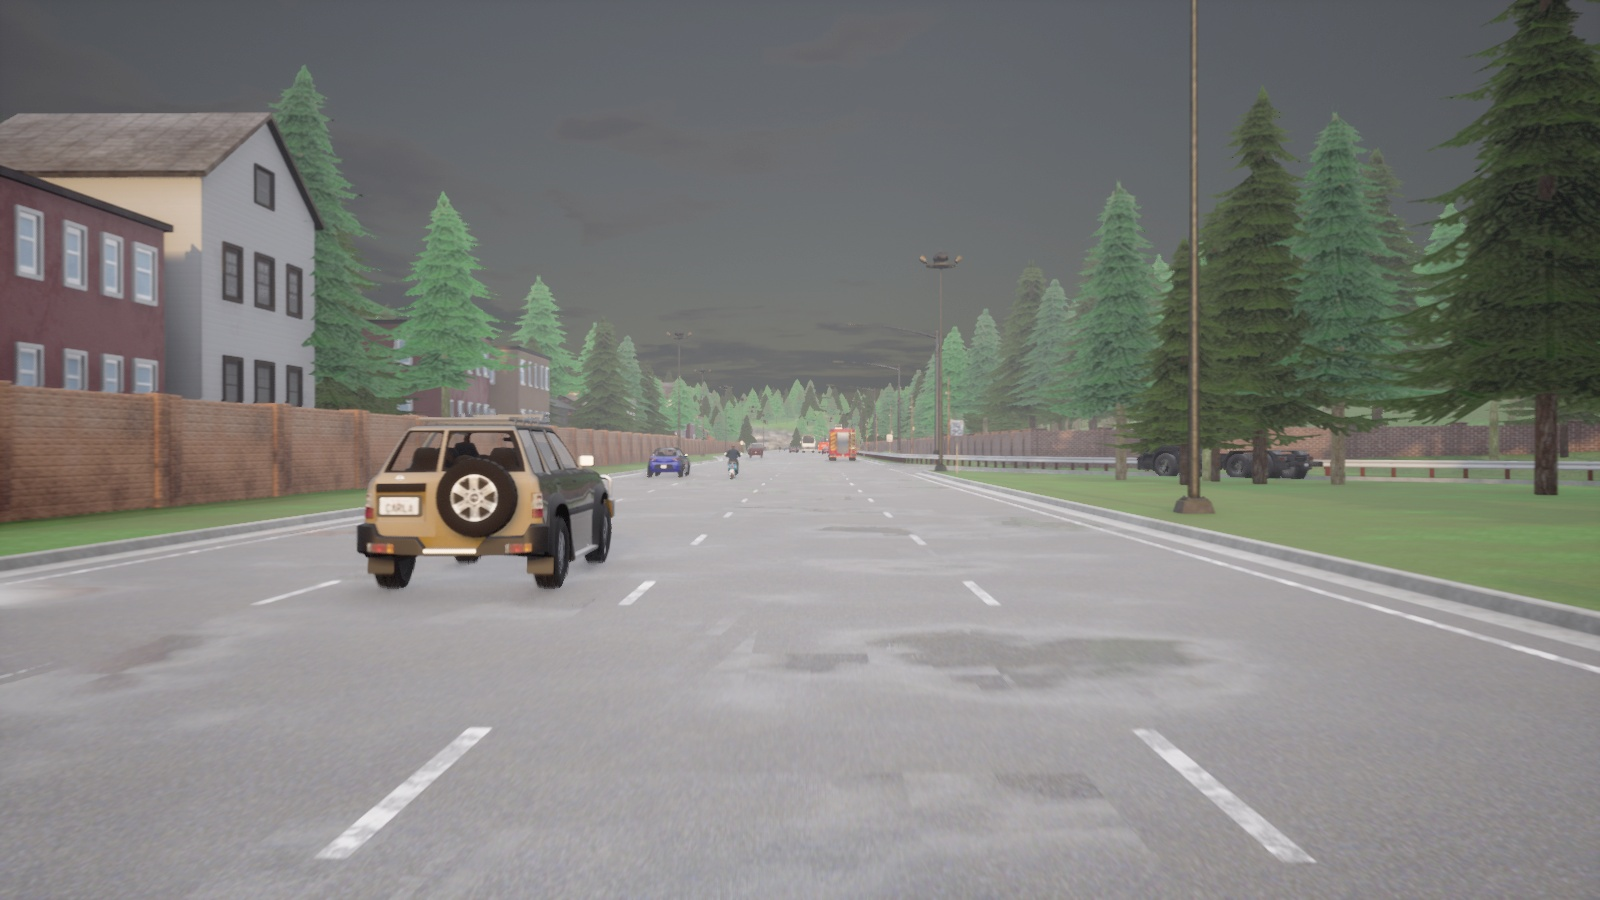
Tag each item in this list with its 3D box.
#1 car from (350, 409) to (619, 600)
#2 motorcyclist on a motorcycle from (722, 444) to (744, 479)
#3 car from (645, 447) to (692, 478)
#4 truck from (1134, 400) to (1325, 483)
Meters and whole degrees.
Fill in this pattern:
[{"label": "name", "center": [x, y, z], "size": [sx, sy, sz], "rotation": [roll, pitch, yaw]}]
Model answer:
[{"label": "car", "center": [-3.401, 0.521, 14.517], "size": [1.932, 1.855, 4.605], "rotation": [0, 0, 0]}, {"label": "motorcyclist on a motorcycle", "center": [-3.068, 0.539, 57.933], "size": [0.866, 1.590, 1.817], "rotation": [0, 0, 1]}, {"label": "car", "center": [-6.485, 0.584, 62.424], "size": [1.816, 1.474, 4.193], "rotation": [0, 0, 1]}, {"label": "truck", "center": [19.169, -0.375, 56.566], "size": [2.891, 3.462, 7.936], "rotation": [0, 0, -36]}]
